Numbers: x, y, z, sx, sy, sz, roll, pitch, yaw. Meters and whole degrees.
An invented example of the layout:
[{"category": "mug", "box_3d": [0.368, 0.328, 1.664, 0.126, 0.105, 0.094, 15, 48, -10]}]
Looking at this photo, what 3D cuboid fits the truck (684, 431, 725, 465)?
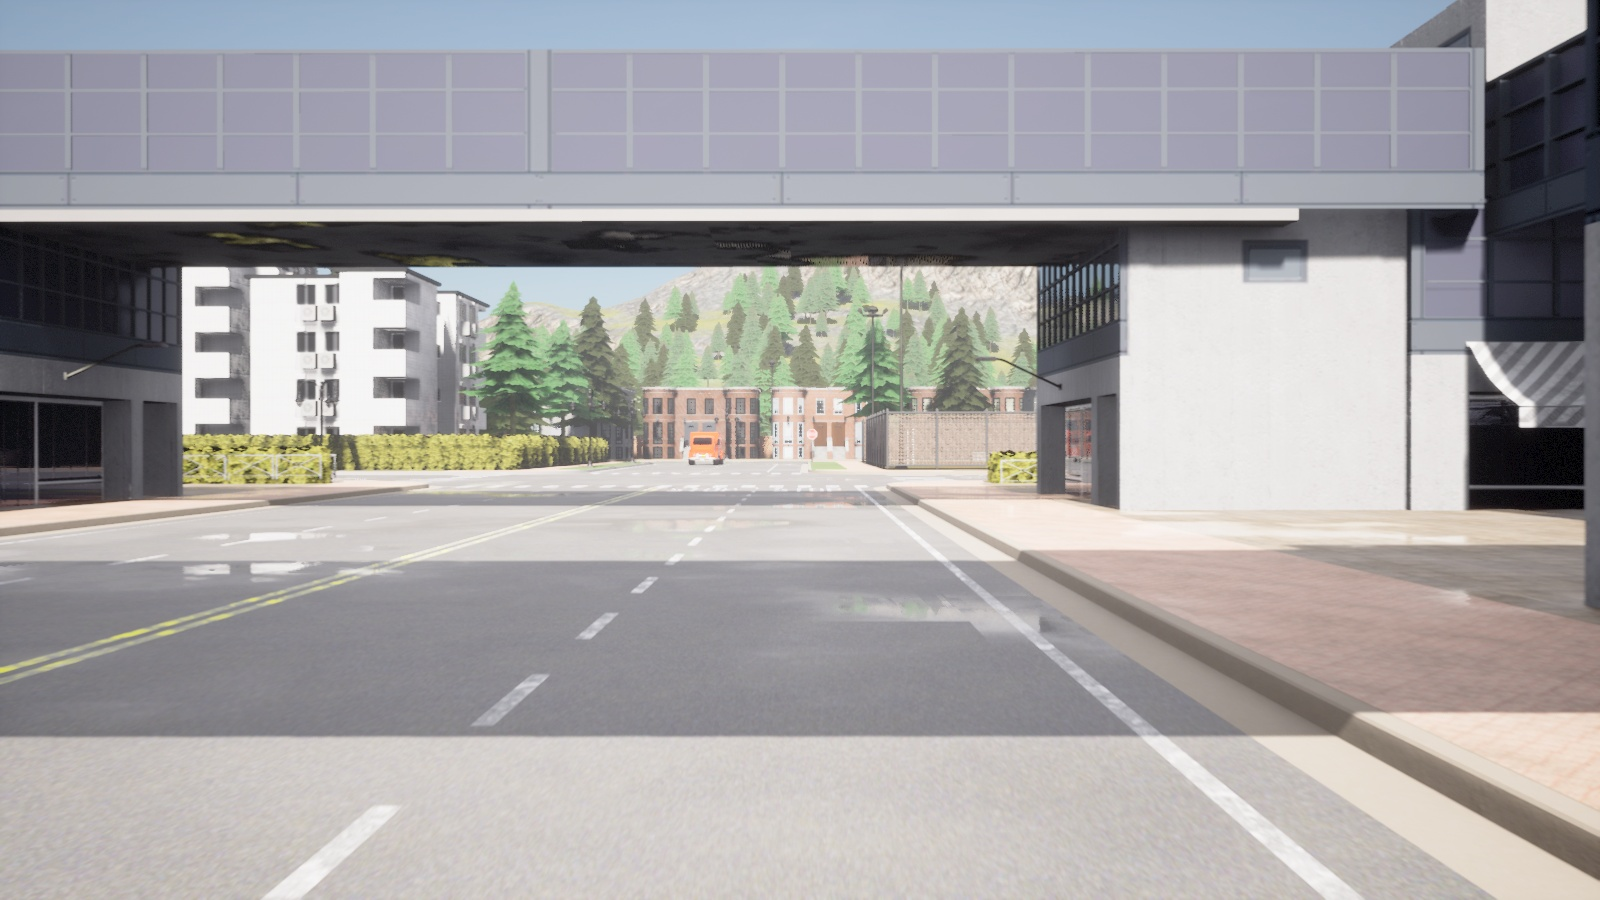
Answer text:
[{"category": "truck", "box_3d": [-7.102, -0.121, 93.775, 2.627, 2.467, 5.204, 0, 0, 0]}]
